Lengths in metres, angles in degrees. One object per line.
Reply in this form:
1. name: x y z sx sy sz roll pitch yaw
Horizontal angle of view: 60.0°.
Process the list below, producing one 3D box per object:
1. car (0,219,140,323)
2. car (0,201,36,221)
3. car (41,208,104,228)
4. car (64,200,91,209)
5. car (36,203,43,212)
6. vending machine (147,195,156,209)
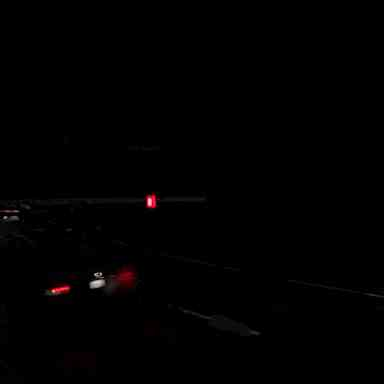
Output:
1. car: -3.301 1.579 7.344 2.033 1.411 5.357 0 0 -44
2. car: -13.717 1.588 25.592 2.128 1.511 4.902 0 0 -17
3. car: -5.922 1.674 16.401 1.895 1.301 4.718 0 0 -33
4. car: -11.975 1.633 35.079 1.882 1.535 5.008 0 0 -5
5. car: -18.957 1.714 38.535 1.994 1.385 4.181 0 0 0
6. vending machine: -6.199 1.456 50.473 1.100 2.100 0.880 0 0 19
